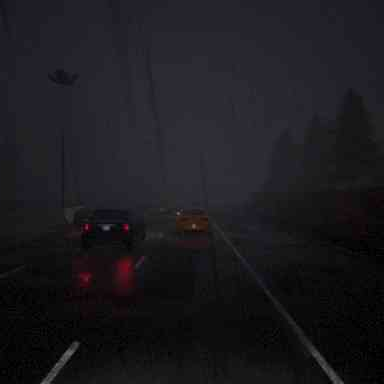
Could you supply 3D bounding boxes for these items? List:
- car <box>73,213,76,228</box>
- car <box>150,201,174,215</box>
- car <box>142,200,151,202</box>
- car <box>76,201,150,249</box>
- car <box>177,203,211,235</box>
[{"bbox_3d":[-6.893,1.689,23.890,1.882,1.535,5.008,0,0,0],"label":"car"},{"bbox_3d":[-3.290,1.824,39.329,1.882,1.535,5.008,0,0,2],"label":"car"},{"bbox_3d":[-6.418,1.906,46.926,2.128,1.511,4.902,0,0,6],"label":"car"},{"bbox_3d":[-3.396,1.487,15.301,2.097,1.767,4.553,0,-1,0],"label":"car"},{"bbox_3d":[0.106,1.653,19.917,1.882,1.535,5.008,0,0,0],"label":"car"}]
